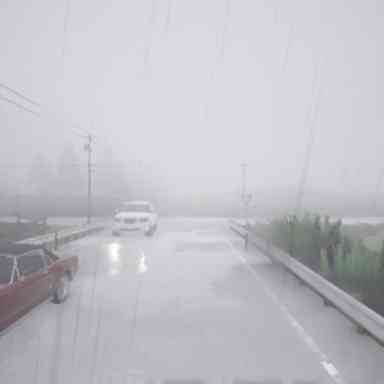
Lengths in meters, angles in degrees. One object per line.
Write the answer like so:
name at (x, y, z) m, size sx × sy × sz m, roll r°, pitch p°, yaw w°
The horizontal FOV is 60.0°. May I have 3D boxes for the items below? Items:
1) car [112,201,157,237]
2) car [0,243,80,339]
car at (-3.438, 1.606, 20.940) m, size 2.150 × 2.045 × 5.566 m, roll 0°, pitch -1°, yaw -1°
car at (-3.558, 1.619, 5.538) m, size 1.895 × 1.301 × 4.718 m, roll 0°, pitch -1°, yaw 0°
